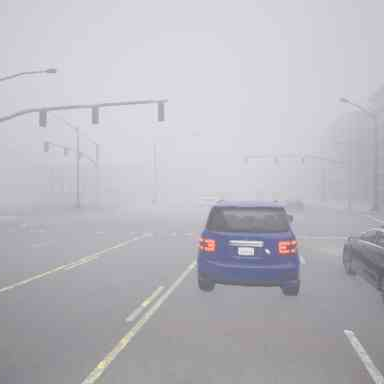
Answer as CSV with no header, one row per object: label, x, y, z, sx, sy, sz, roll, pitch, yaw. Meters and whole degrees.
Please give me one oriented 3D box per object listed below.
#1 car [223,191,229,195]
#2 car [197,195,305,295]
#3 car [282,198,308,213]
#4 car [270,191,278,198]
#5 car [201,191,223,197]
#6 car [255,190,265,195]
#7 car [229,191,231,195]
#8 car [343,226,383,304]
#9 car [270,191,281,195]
car,4.701,0.926,57.693,2.150,2.045,5.566,0,1,12
car,1.544,1.221,8.964,2.150,2.045,5.566,0,0,11
car,11.502,1.435,37.508,2.128,1.511,4.902,0,0,9
car,20.909,0.609,84.589,1.837,1.490,4.892,0,1,11
car,2.643,1.079,47.512,2.150,2.045,5.566,0,1,11
car,15.504,0.904,75.469,1.994,1.385,4.181,0,1,11
car,6.834,0.741,67.926,2.150,2.045,5.566,0,1,12
car,4.806,1.492,7.432,2.128,1.511,4.902,0,0,11
car,18.927,0.707,74.740,2.097,1.767,4.553,0,1,11
